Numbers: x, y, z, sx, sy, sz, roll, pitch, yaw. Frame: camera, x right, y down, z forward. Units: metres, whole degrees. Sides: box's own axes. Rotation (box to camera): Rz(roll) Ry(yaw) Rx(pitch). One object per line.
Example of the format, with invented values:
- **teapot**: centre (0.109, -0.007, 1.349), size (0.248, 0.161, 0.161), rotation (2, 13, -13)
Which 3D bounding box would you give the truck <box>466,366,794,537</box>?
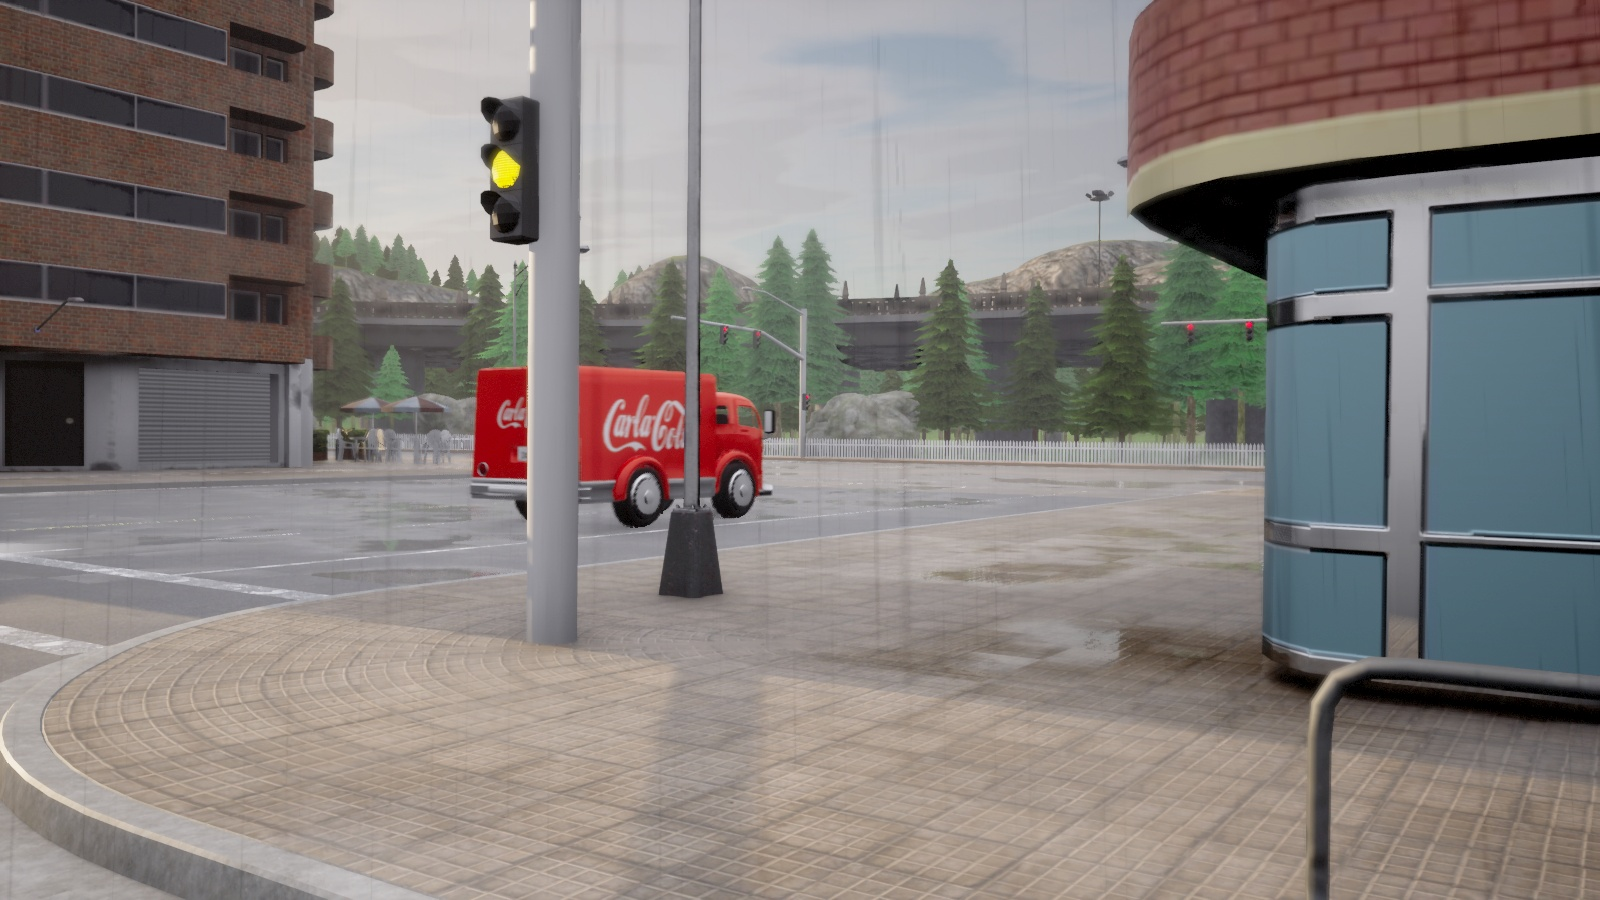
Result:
- **truck**: centre (-2.654, -0.018, 20.992), size (2.627, 2.467, 5.204), rotation (0, 1, 34)
